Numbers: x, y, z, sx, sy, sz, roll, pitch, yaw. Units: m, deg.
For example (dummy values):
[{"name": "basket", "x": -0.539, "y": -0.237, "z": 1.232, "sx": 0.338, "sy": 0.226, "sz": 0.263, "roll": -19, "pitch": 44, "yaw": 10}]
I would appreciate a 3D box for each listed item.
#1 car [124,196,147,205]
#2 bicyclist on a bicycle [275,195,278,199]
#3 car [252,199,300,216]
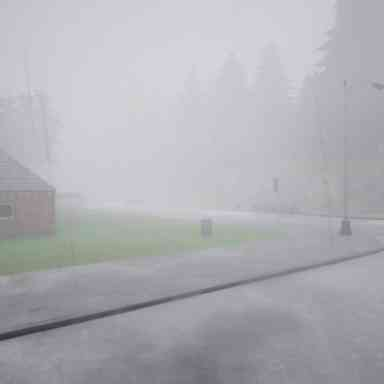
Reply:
[{"name": "car", "x": -9.145, "y": 1.394, "z": 53.788, "sx": 2.033, "sy": 1.411, "sz": 5.357, "roll": 0, "pitch": 0, "yaw": -35}, {"name": "bicyclist on a bicycle", "x": 9.115, "y": 1.167, "z": 35.472, "sx": 1.656, "sy": 1.620, "sz": 0.582, "roll": -1, "pitch": 0, "yaw": -35}, {"name": "car", "x": 7.579, "y": 1.371, "z": 30.388, "sx": 1.812, "sy": 1.442, "sz": 4.674, "roll": 0, "pitch": 0, "yaw": -35}]
